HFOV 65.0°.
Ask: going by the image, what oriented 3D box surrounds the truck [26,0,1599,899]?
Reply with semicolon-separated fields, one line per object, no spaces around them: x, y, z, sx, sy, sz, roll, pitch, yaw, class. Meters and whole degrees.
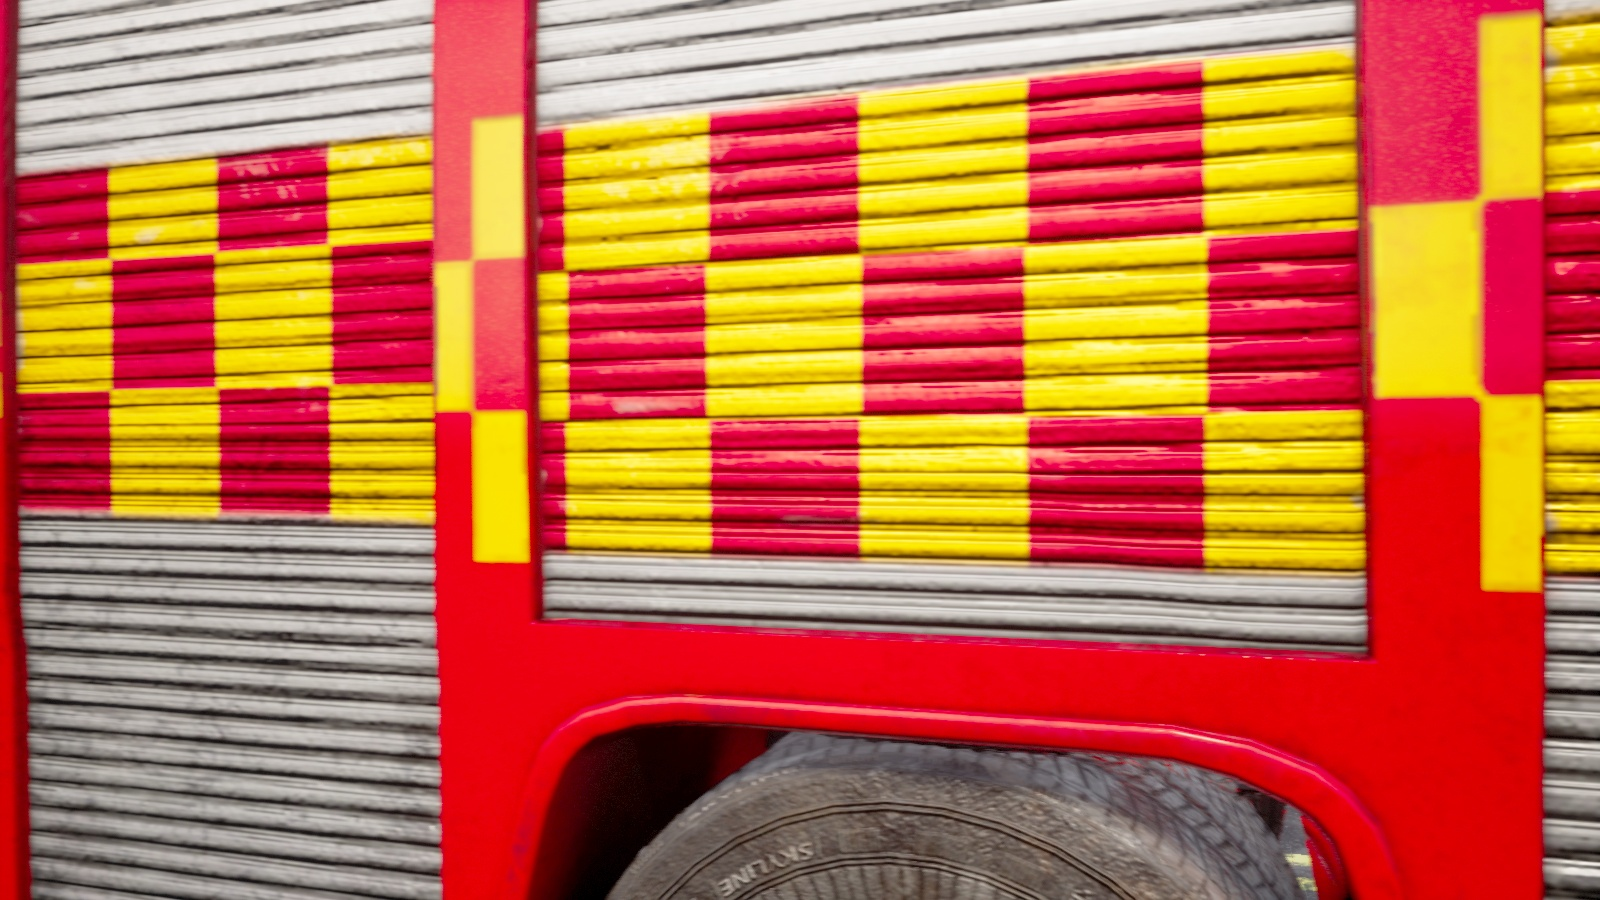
3.195;-0.365;2.103;8.468;3.827;2.891;0;1;19;truck
